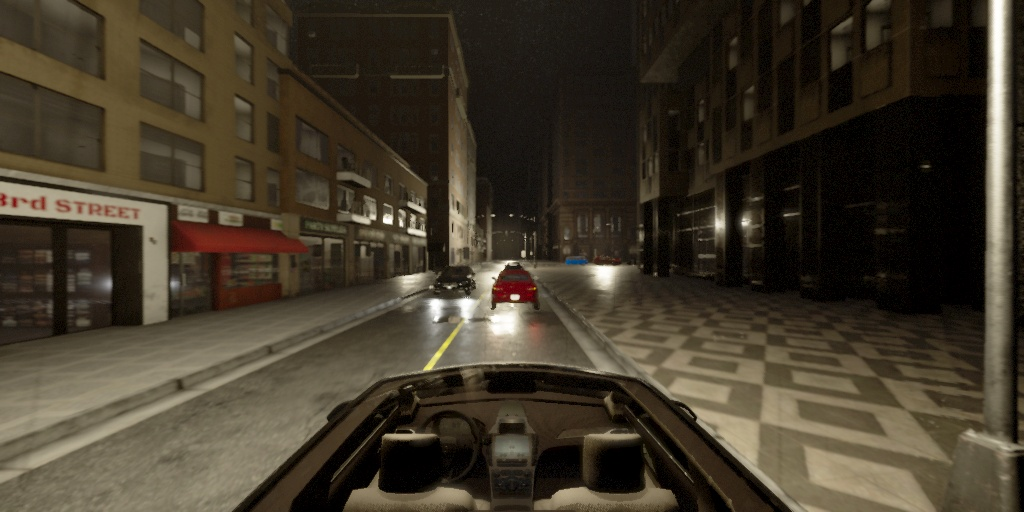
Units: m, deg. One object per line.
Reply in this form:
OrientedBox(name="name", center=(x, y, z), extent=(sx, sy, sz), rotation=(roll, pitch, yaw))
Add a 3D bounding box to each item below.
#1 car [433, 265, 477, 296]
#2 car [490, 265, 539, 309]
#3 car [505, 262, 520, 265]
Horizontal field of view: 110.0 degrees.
OrientedBox(name="car", center=(-2.971, 1.258, 19.466), extent=(1.837, 1.490, 4.892), rotation=(0, 0, 0))
OrientedBox(name="car", center=(0.109, 1.276, 14.877), extent=(1.812, 1.442, 4.674), rotation=(0, 0, 0))
OrientedBox(name="car", center=(0.151, 1.293, 34.264), extent=(1.994, 1.385, 4.181), rotation=(0, 0, 0))
